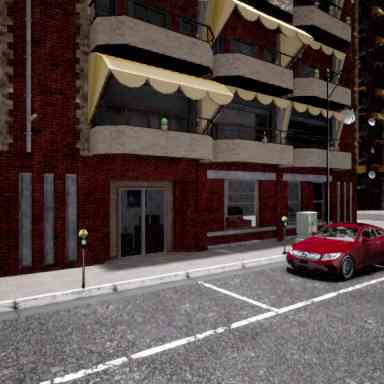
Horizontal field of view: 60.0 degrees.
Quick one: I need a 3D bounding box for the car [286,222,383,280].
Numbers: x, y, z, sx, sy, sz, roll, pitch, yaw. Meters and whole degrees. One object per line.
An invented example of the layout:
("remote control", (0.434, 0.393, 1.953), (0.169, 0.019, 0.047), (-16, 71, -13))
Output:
("car", (4.631, 1.582, 9.914), (4.206, 1.307, 1.802), (0, 0, -35))
